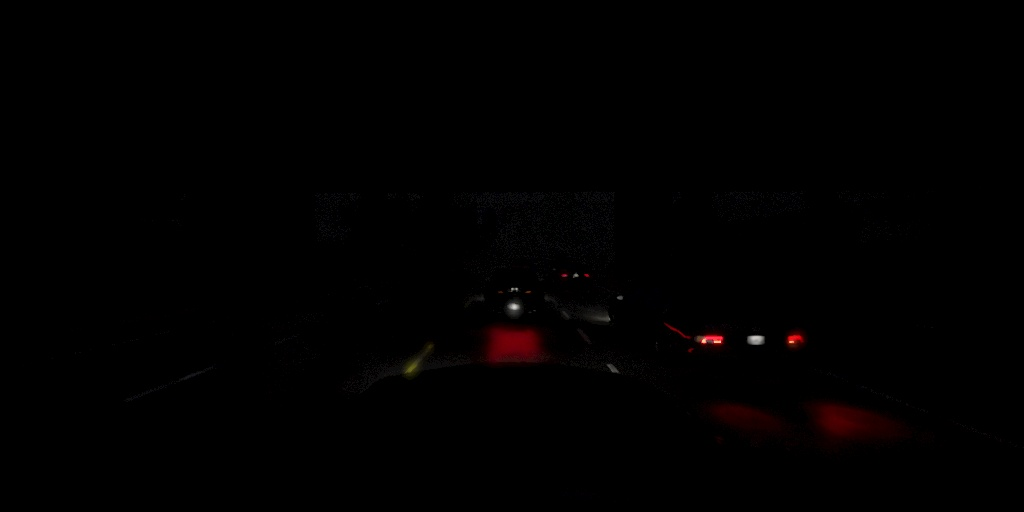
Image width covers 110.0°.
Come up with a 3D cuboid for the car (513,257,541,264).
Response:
[{"bbox_3d":[1.001,0.985,29.115,1.882,1.535,5.008,0,0,9],"label":"car"}]

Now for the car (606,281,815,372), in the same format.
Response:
[{"bbox_3d":[3.565,1.245,7.727,2.033,1.411,5.357,0,1,0],"label":"car"}]

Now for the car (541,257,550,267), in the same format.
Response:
[{"bbox_3d":[3.864,0.954,46.495,1.895,1.301,4.718,0,1,41],"label":"car"}]

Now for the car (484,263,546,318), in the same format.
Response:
[{"bbox_3d":[0.085,1.160,12.444,1.837,1.490,4.892,0,0,0],"label":"car"}]

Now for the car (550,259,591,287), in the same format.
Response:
[{"bbox_3d":[3.737,1.112,22.732,2.033,1.411,5.357,0,1,3],"label":"car"}]
